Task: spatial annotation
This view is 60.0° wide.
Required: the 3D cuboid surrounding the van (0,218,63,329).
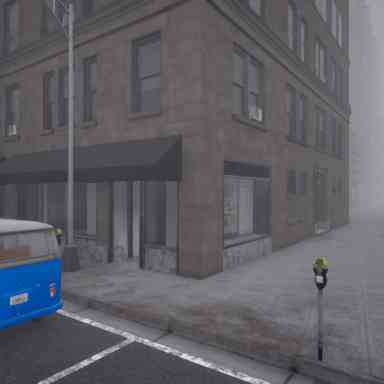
[{"bbox_3d":[-4.055,1.340,5.973,3.998,1.788,1.690,0,0,36],"label":"van"}]
